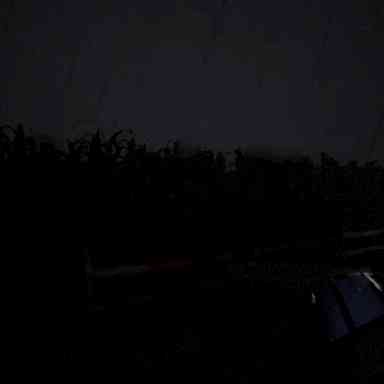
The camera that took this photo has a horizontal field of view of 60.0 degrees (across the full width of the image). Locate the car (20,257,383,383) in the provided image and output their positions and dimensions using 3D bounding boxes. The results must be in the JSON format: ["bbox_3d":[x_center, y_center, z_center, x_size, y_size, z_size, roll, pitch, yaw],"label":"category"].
[{"bbox_3d":[0.992,1.562,3.846,5.357,1.411,2.033,0,0,-37],"label":"car"}]
